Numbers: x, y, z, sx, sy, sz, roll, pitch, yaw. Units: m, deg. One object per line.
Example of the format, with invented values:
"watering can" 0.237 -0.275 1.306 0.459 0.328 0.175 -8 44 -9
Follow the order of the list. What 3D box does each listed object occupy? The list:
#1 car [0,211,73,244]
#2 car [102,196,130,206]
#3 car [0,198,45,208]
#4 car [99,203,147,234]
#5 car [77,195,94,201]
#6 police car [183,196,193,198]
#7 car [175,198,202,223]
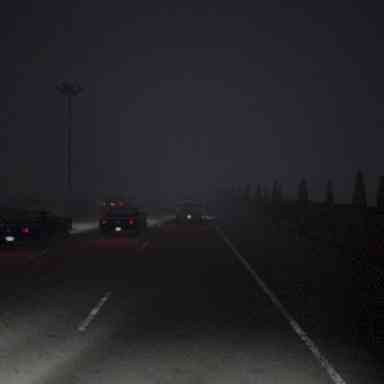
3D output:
"car" -7.086 1.514 15.167 1.895 1.301 4.718 0 0 -1
"car" -7.348 1.162 32.711 2.097 1.767 4.553 0 0 -1
"car" -14.483 1.339 29.220 1.837 1.490 4.892 0 0 -1
"car" -3.633 1.493 18.416 1.895 1.301 4.718 0 0 -1
"car" -18.320 1.272 57.341 1.994 1.385 4.181 0 0 -1
"police car" -0.480 1.256 41.473 2.038 1.542 4.974 0 0 -1
"car" -0.218 1.383 24.123 1.812 1.442 4.674 0 0 -1
